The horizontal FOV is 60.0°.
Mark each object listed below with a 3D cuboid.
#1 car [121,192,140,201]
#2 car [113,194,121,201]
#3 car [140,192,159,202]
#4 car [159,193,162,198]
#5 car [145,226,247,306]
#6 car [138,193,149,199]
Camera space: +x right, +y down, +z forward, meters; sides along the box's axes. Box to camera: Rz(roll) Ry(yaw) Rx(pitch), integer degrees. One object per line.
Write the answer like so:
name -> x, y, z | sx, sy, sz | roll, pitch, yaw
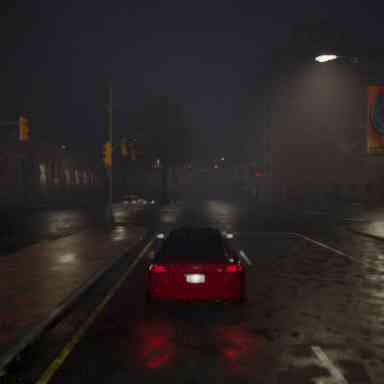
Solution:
car -> -11.494, 0.857, 63.048 | 2.097, 1.767, 4.553 | 0, 0, 0
car -> -14.716, 1.061, 68.076 | 1.895, 1.301, 4.718 | 0, 0, 0
car -> -7.996, 1.010, 63.022 | 1.837, 1.490, 4.892 | 0, 1, 1
car -> -7.961, 0.885, 78.444 | 1.837, 1.490, 4.892 | 0, 0, 0
car -> 0.079, 1.501, 7.958 | 1.994, 1.385, 4.181 | 0, 0, 0
car -> -11.461, 0.981, 78.407 | 1.895, 1.301, 4.718 | 0, 0, 0
